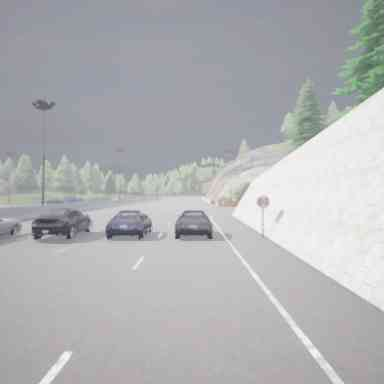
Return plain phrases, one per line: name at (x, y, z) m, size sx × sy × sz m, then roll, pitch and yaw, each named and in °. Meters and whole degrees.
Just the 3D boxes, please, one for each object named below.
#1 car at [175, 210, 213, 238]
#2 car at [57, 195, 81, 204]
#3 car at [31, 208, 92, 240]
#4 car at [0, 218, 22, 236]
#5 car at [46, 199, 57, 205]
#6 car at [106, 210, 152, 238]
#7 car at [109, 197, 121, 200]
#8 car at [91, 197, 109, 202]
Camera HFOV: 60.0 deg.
car at (0.090, 1.710, 18.620) m, size 1.994 × 1.385 × 4.181 m, roll 0°, pitch 0°, yaw 0°
car at (-28.044, 1.816, 76.109) m, size 2.150 × 2.045 × 5.566 m, roll 0°, pitch 0°, yaw 0°
car at (-6.910, 1.646, 18.100) m, size 1.837 × 1.490 × 4.892 m, roll 0°, pitch 0°, yaw 0°
car at (-10.409, 1.729, 16.469) m, size 1.895 × 1.301 × 4.718 m, roll 0°, pitch 0°, yaw 0°
car at (-31.544, 2.186, 76.104) m, size 1.895 × 1.301 × 4.718 m, roll 0°, pitch 0°, yaw 0°
car at (-3.410, 1.709, 18.558) m, size 1.994 × 1.385 × 4.181 m, roll 0°, pitch 0°, yaw 0°
car at (-21.054, 2.192, 91.974) m, size 1.882 × 1.535 × 5.008 m, roll 0°, pitch 0°, yaw 0°
car at (-21.044, 2.144, 76.140) m, size 1.994 × 1.385 × 4.181 m, roll 0°, pitch 0°, yaw 0°
